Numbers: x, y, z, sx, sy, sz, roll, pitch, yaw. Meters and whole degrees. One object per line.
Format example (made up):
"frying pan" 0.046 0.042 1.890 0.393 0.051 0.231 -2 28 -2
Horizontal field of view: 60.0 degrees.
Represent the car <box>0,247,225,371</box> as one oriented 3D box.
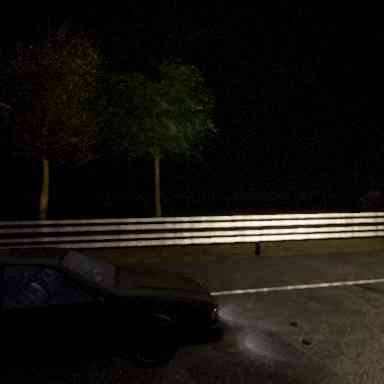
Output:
"car" -2.312 1.538 4.663 5.357 1.411 2.033 0 0 -14
